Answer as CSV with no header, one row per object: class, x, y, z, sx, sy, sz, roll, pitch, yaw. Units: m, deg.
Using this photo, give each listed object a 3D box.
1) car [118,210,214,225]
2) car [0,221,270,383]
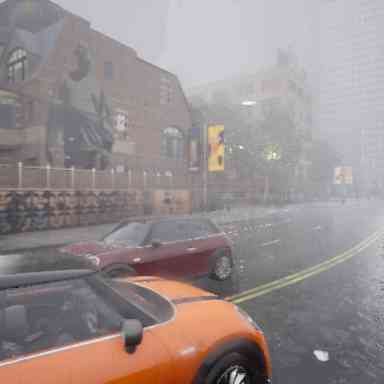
car,-1.085,1.383,8.008,4.553,1.767,2.097,0,0,-43
car,-1.383,1.370,3.040,4.553,1.767,2.097,0,0,-36
